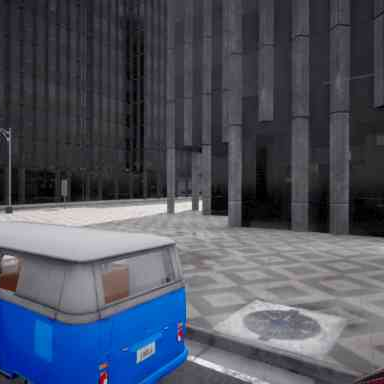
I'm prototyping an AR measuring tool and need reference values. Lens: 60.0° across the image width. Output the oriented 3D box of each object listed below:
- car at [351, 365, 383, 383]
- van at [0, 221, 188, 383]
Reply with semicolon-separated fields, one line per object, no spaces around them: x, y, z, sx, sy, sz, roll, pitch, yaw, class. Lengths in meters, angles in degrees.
2.543;1.440;1.153;4.097;1.590;1.967;0;0;35;car
-1.957;1.341;4.357;3.998;1.788;1.690;0;0;35;van
